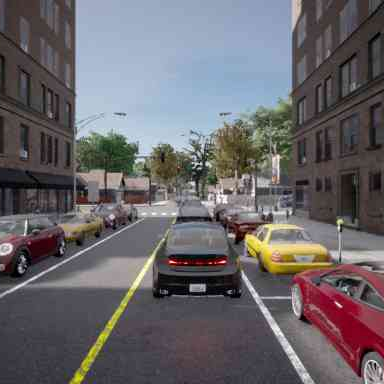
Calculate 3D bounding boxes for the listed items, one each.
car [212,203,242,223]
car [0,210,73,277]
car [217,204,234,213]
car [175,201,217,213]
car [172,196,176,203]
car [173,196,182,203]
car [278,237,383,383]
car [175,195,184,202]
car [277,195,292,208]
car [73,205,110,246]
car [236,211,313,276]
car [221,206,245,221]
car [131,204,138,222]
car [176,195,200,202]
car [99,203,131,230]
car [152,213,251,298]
[{"bbox_3d":[2.658,1.577,26.531,1.947,1.339,4.313,0,0,0],"label":"car"},{"bbox_3d":[-5.382,1.442,9.980,1.967,1.590,4.097,0,0,0],"label":"car"},{"bbox_3d":[2.653,1.590,21.012,1.802,1.307,4.206,0,0,0],"label":"car"},{"bbox_3d":[0.113,1.484,17.979,1.882,1.535,5.008,0,0,0],"label":"car"},{"bbox_3d":[-1.129,1.557,49.301,1.812,1.442,4.674,-1,0,-23],"label":"car"},{"bbox_3d":[-2.977,1.590,69.321,1.812,1.442,4.674,0,0,0],"label":"car"},{"bbox_3d":[2.638,1.582,4.457,1.802,1.307,4.206,0,0,0],"label":"car"},{"bbox_3d":[-2.996,1.585,80.885,1.837,1.490,4.892,0,0,0],"label":"car"},{"bbox_3d":[14.292,1.455,46.245,4.674,1.442,1.812,0,0,-2],"label":"car"},{"bbox_3d":[-5.378,1.530,15.328,1.752,1.417,4.829,0,0,0],"label":"car"},{"bbox_3d":[2.643,1.528,10.146,1.752,1.417,4.829,0,0,0],"label":"car"},{"bbox_3d":[2.648,1.550,15.494,1.887,1.381,4.507,0,0,0],"label":"car"},{"bbox_3d":[-5.368,1.593,26.536,1.802,1.307,4.206,0,0,0],"label":"car"},{"bbox_3d":[0.022,1.364,27.034,2.097,1.767,4.553,0,0,0],"label":"car"},{"bbox_3d":[-5.373,1.448,21.017,1.967,1.590,4.097,0,0,0],"label":"car"},{"bbox_3d":[0.108,1.507,8.495,1.837,1.490,4.892,0,0,0],"label":"car"}]
